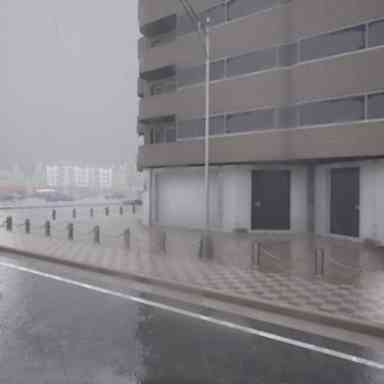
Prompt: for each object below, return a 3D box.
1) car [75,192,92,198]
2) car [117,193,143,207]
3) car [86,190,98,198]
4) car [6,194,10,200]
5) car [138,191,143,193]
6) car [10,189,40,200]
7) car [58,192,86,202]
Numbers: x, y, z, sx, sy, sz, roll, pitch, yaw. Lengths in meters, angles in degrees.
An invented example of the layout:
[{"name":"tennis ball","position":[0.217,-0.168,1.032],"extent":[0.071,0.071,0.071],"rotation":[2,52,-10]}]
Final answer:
[{"name":"car","position":[-29.347,0.714,89.959],"extent":[1.970,1.475,3.806],"rotation":[1,0,35]},{"name":"car","position":[-7.627,1.261,46.108],"extent":[1.812,1.442,4.674],"rotation":[1,0,35]},{"name":"car","position":[-26.981,0.503,88.286],"extent":[1.905,1.878,3.866],"rotation":[1,0,35]},{"name":"car","position":[-39.358,0.686,75.645],"extent":[1.784,1.438,3.905],"rotation":[1,0,35]},{"name":"car","position":[-10.892,0.691,77.053],"extent":[1.905,1.878,3.866],"rotation":[1,0,35]},{"name":"car","position":[-37.021,0.503,73.928],"extent":[1.932,1.855,4.605],"rotation":[1,0,35]},{"name":"car","position":[-23.136,0.908,64.304],"extent":[1.970,1.475,3.806],"rotation":[1,0,35]}]
